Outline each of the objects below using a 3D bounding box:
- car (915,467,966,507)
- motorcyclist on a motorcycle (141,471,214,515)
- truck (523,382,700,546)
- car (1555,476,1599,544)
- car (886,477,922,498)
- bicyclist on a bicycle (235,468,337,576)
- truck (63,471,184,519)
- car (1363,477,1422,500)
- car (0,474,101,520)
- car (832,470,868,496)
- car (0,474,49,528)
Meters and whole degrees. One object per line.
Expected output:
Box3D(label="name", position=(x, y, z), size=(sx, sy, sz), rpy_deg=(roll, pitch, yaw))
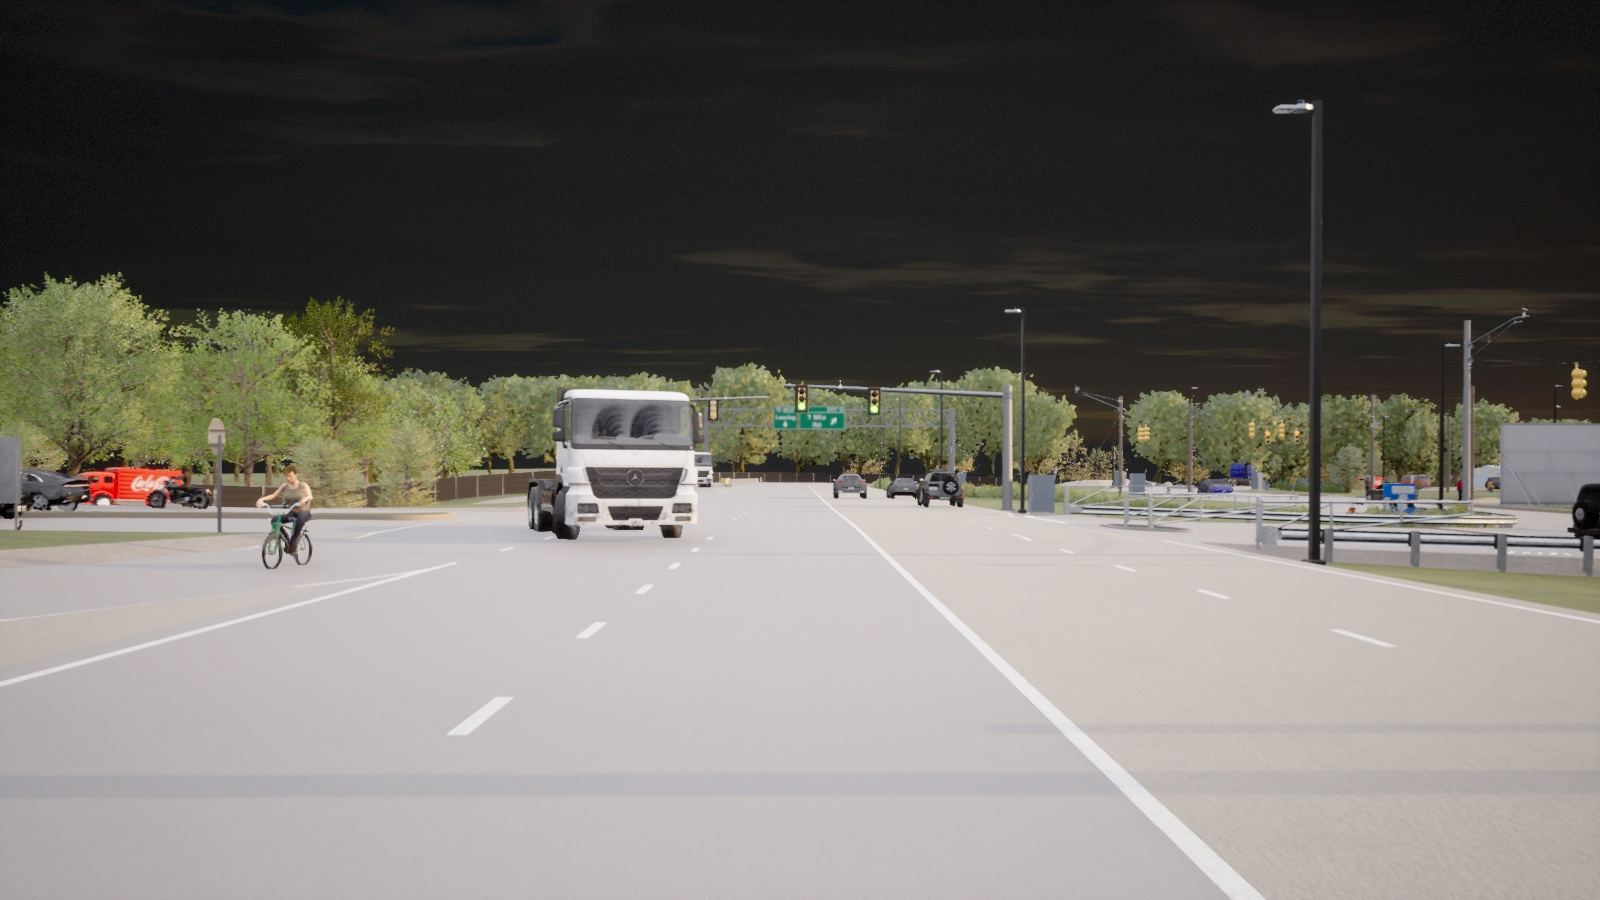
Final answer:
Box3D(label="car", position=(6.854, 1.803, 61.719), size=(1.932, 1.855, 4.605), rpy_deg=(0, -1, 0))
Box3D(label="motorcyclist on a motorcycle", position=(-23.324, 1.608, 47.093), size=(2.350, 1.649, 0.766), rpy_deg=(0, 0, 1))
Box3D(label="truck", position=(-4.825, 0.369, 30.632), size=(2.891, 3.462, 7.936), rpy_deg=(0, -1, -19))
Box3D(label="car", position=(24.191, 1.687, 36.029), size=(3.866, 1.878, 1.905), rpy_deg=(0, -1, 0))
Box3D(label="car", position=(6.806, 2.456, 82.786), size=(1.994, 1.385, 4.181), rpy_deg=(0, -1, 0))
Box3D(label="bicyclist on a bicycle", position=(-8.031, 1.105, 19.688), size=(0.866, 1.612, 1.509), rpy_deg=(-1, -1, 6))
Box3D(label="truck", position=(-37.035, 2.513, 68.821), size=(2.627, 2.467, 5.204), rpy_deg=(-3, -5, 43))
Box3D(label="car", position=(41.513, 2.705, 88.096), size=(1.837, 1.490, 4.892), rpy_deg=(0, -1, 0))
Box3D(label="car", position=(-27.322, 1.616, 43.639), size=(4.902, 1.511, 2.128), rpy_deg=(0, 0, 1))
Box3D(label="car", position=(3.303, 2.200, 83.577), size=(2.152, 1.651, 5.027), rpy_deg=(0, -1, 0))
Box3D(label="car", position=(-24.446, 1.468, 35.764), size=(4.792, 1.488, 2.163), rpy_deg=(-1, 0, -1))
